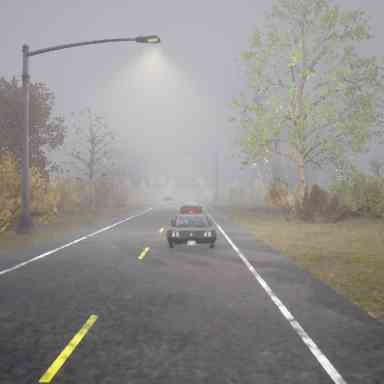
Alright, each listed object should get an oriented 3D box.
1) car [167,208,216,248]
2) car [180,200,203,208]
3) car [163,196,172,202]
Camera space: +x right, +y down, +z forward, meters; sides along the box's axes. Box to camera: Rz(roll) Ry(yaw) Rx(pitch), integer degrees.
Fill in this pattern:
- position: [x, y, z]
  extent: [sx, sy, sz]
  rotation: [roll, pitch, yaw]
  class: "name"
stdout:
- position: [-0.017, 1.614, 14.685]
  extent: [1.895, 1.301, 4.718]
  rotation: [0, 0, 0]
  class: "car"
- position: [-0.078, 1.483, 29.659]
  extent: [1.882, 1.535, 5.008]
  rotation: [0, 0, 0]
  class: "car"
- position: [-5.669, 1.535, 77.201]
  extent: [1.895, 1.301, 4.718]
  rotation: [0, 0, -8]
  class: "car"
